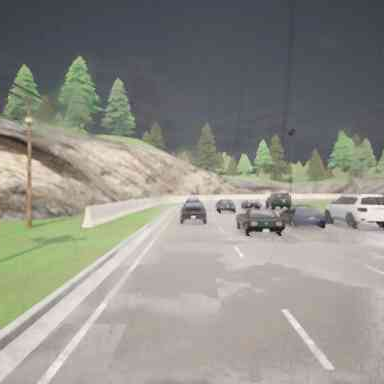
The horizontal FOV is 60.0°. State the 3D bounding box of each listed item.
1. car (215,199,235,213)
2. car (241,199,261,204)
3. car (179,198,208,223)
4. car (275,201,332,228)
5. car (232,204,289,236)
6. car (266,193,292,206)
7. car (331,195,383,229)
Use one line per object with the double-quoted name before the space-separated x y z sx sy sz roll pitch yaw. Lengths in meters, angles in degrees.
"car" 3.595 1.492 36.189 2.033 1.411 5.357 0 0 0
"car" 7.107 1.539 40.267 1.895 1.301 4.718 0 0 1
"car" 0.097 1.466 24.944 1.837 1.490 4.892 0 0 0
"car" 7.098 1.531 21.695 1.994 1.385 4.181 0 0 0
"car" 3.597 1.573 18.325 1.895 1.301 4.718 0 0 0
"car" 10.618 1.159 40.963 2.150 2.045 5.566 0 0 1
"car" 10.597 1.189 21.587 2.150 2.045 5.566 0 0 0
